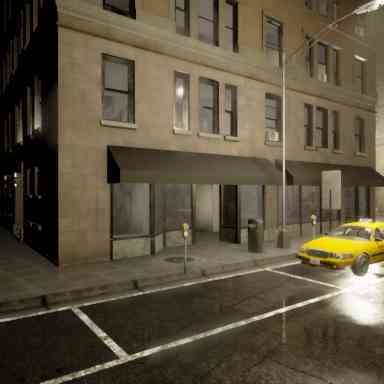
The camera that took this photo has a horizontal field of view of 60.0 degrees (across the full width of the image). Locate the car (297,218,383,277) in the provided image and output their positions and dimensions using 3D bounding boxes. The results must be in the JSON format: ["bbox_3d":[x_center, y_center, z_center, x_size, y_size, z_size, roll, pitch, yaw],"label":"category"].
[{"bbox_3d":[5.234,1.526,10.255,4.829,1.417,1.752,0,0,-35],"label":"car"}]
